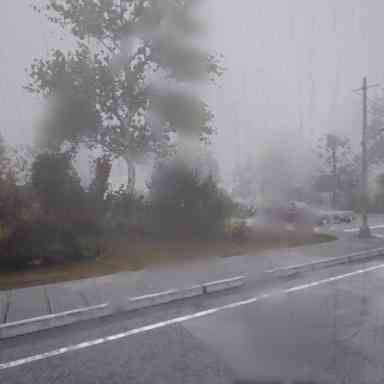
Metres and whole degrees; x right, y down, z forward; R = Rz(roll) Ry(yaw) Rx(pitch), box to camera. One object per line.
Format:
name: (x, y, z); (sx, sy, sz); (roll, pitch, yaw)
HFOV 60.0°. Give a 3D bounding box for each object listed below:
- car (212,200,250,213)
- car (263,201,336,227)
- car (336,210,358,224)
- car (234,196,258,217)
car: (4.973, 1.830, 42.837); (1.837, 1.490, 4.892); (0, -1, -43)
car: (7.353, 1.426, 23.614); (2.097, 1.767, 4.553); (0, -1, -38)
car: (10.146, 1.675, 25.817); (1.895, 1.301, 4.718); (0, -1, -39)
car: (3.907, 1.430, 33.349); (2.150, 2.045, 5.566); (0, -1, -41)
